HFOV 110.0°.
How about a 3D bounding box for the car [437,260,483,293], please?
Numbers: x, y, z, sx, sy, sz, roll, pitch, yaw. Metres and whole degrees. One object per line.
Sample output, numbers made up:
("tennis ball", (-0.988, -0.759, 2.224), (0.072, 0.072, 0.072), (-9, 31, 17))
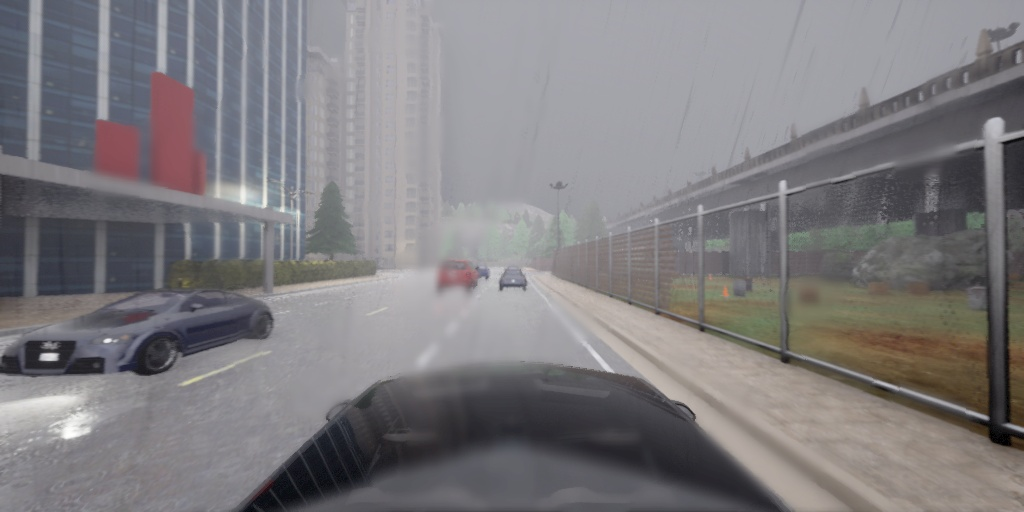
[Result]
("car", (-3.421, 1.257, 23.439), (2.150, 2.045, 5.566), (0, 0, 0))

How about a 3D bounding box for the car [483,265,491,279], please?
("car", (-3.418, 1.715, 39.075), (1.882, 1.535, 5.008), (0, -1, 0))

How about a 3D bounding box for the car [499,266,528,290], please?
("car", (0.087, 1.625, 25.523), (1.994, 1.385, 4.181), (0, -1, 0))

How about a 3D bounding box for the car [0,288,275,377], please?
("car", (-7.088, 1.389, 7.491), (1.994, 1.385, 4.181), (0, -1, 0))
